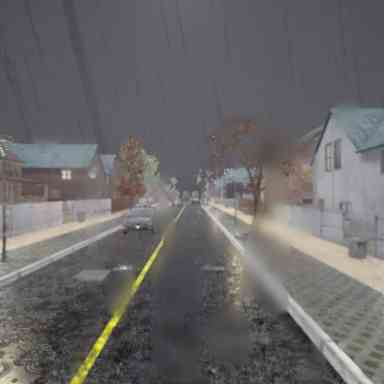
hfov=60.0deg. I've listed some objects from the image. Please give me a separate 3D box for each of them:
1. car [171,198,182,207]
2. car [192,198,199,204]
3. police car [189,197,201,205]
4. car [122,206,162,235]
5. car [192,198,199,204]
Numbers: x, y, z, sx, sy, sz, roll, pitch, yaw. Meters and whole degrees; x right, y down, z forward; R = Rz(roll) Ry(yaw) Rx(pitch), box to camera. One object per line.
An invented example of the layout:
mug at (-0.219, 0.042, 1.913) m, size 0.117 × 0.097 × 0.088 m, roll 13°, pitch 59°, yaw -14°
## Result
car at (-2.787, 1.945, 61.114) m, size 2.128 × 1.511 × 4.902 m, roll 0°, pitch -1°, yaw 1°
car at (0.819, 2.171, 79.455) m, size 1.812 × 1.442 × 4.674 m, roll 0°, pitch -1°, yaw 0°
police car at (0.819, 1.963, 69.566) m, size 1.930 × 1.638 × 5.238 m, roll 0°, pitch -1°, yaw 0°
car at (-2.850, 1.612, 19.822) m, size 1.837 × 1.490 × 4.892 m, roll 0°, pitch 0°, yaw 0°
car at (0.818, 2.195, 85.456) m, size 1.882 × 1.535 × 5.008 m, roll 0°, pitch -1°, yaw 0°
